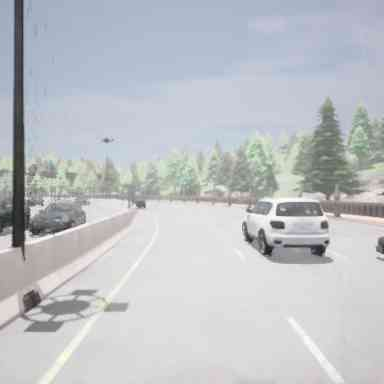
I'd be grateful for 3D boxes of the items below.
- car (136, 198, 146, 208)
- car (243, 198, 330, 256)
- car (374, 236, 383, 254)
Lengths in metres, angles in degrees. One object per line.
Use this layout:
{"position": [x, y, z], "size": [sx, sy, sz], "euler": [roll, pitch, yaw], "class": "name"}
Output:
{"position": [-7.906, 1.580, 48.012], "size": [1.837, 1.490, 4.892], "euler": [0, 0, -21], "class": "car"}
{"position": [3.519, 1.242, 13.384], "size": [2.150, 2.045, 5.566], "euler": [0, 0, -1], "class": "car"}
{"position": [7.095, 1.561, 8.776], "size": [2.033, 1.411, 5.357], "euler": [0, 0, 0], "class": "car"}
